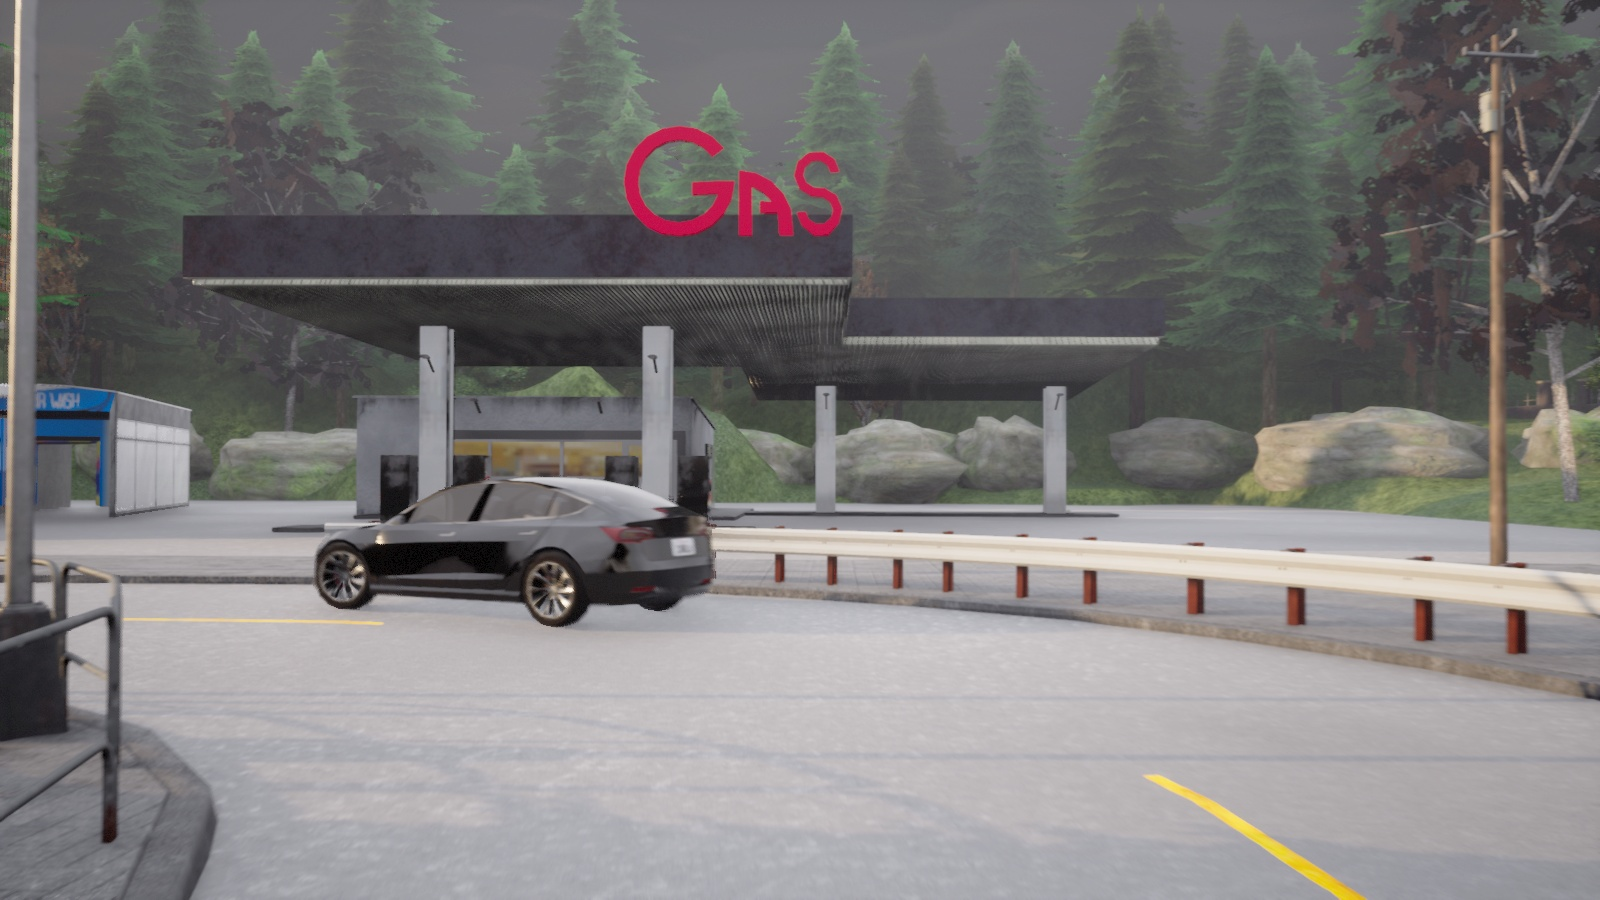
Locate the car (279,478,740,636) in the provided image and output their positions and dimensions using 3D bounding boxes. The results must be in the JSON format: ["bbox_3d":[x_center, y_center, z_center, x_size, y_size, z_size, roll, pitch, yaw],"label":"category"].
[{"bbox_3d":[-3.277,1.061,14.002,4.792,1.488,2.163,-1,-1,29],"label":"car"}]
